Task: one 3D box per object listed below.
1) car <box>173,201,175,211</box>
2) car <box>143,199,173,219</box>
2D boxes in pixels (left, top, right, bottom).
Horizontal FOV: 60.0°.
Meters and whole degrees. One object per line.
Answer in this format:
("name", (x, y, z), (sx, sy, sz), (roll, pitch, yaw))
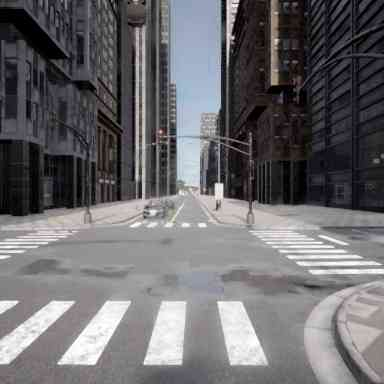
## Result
("car", (-3.183, 1.577, 41.133), (1.994, 1.385, 4.181), (0, 0, 0))
("car", (-3.161, 1.500, 29.481), (2.128, 1.511, 4.902), (0, 0, 0))
